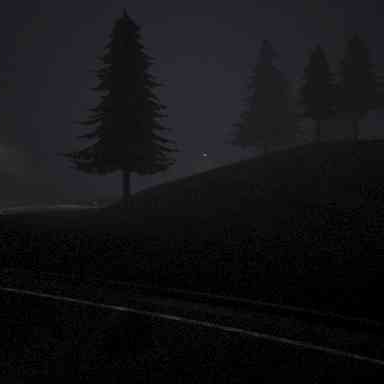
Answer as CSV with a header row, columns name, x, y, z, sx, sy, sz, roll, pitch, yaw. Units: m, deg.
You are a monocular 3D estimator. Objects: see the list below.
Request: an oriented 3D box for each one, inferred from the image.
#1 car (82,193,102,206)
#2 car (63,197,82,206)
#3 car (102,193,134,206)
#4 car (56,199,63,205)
name,x,y,z,sx,sy,sz,roll,pitch,yaw
car,-14.958,1.223,54.702,2.150,2.045,5.566,0,0,22
car,-18.556,1.525,55.157,1.812,1.442,4.674,0,0,22
car,-11.561,1.223,53.762,2.150,2.045,5.566,0,0,22
car,-21.117,1.548,58.133,2.033,1.411,5.357,0,0,22
